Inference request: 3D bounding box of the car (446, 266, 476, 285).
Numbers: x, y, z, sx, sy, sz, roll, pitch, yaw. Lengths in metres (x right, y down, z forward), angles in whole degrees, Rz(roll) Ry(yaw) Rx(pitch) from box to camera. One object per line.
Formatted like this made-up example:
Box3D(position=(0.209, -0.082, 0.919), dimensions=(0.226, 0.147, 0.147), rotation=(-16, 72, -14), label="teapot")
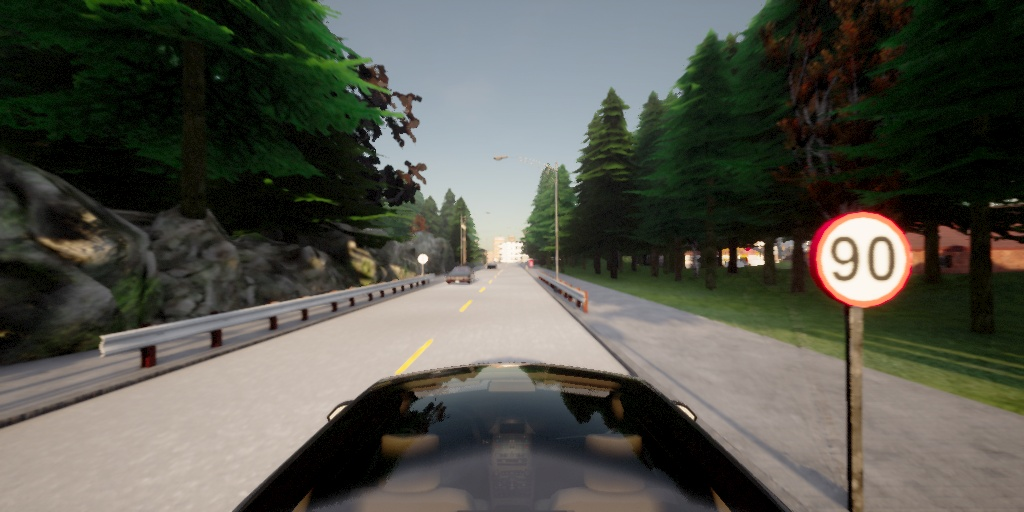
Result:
Box3D(position=(-4.057, 1.546, 29.276), dimensions=(2.033, 1.411, 5.357), rotation=(0, -1, 0), label="car")
